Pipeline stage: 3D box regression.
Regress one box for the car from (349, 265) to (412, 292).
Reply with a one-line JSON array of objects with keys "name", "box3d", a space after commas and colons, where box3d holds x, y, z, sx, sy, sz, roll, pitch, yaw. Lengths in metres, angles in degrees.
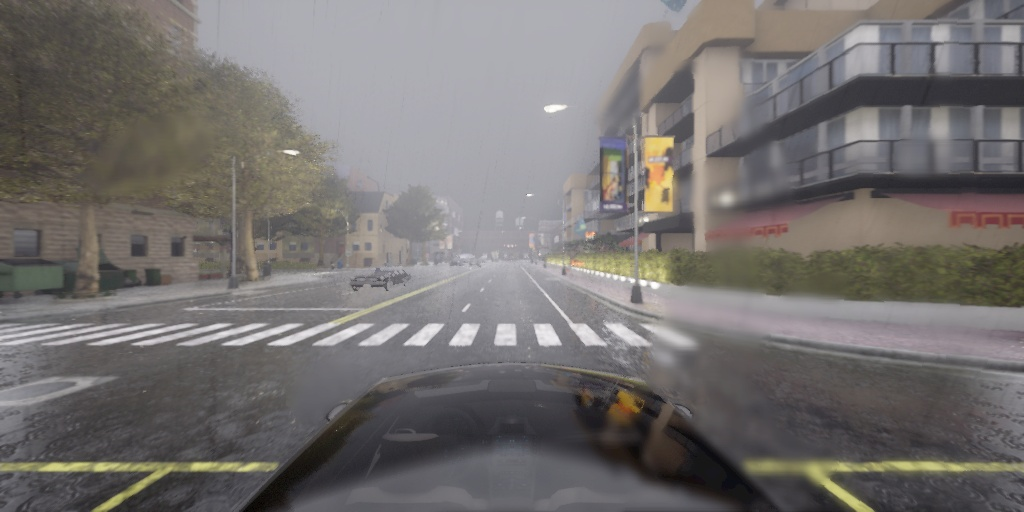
[{"name": "car", "box3d": [-7.003, 1.152, 19.511, 1.895, 1.301, 4.718, 0, 0, 0]}]
